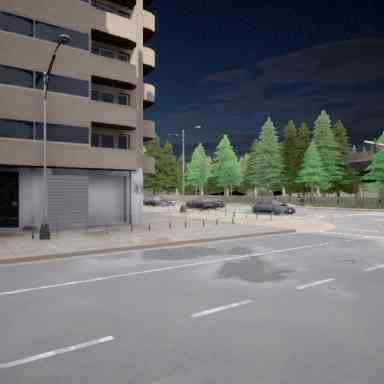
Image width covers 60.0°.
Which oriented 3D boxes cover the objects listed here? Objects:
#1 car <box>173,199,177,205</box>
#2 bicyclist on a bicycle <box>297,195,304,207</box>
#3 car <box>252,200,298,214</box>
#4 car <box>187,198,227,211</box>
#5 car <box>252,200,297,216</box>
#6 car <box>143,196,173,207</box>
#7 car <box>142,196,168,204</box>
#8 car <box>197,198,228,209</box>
[{"bbox_3d":[-4.529,1.437,53.583,4.902,1.511,2.128,0,0,43],"label":"car"},{"bbox_3d":[15.139,1.245,46.444,1.656,1.620,0.582,0,0,-35],"label":"bicyclist on a bicycle"},{"bbox_3d":[8.927,1.545,36.089,1.895,1.301,4.718,0,0,-35],"label":"car"},{"bbox_3d":[1.420,1.492,40.844,2.033,1.411,5.357,0,0,-35],"label":"car"},{"bbox_3d":[7.729,1.508,31.611,1.994,1.385,4.181,0,0,-34],"label":"car"},{"bbox_3d":[-5.415,1.470,49.516,1.812,1.442,4.674,0,0,-44],"label":"car"},{"bbox_3d":[-7.164,1.545,64.439,4.718,1.301,1.895,0,0,31],"label":"car"},{"bbox_3d":[2.722,1.508,44.837,1.994,1.385,4.181,0,0,-36],"label":"car"}]
